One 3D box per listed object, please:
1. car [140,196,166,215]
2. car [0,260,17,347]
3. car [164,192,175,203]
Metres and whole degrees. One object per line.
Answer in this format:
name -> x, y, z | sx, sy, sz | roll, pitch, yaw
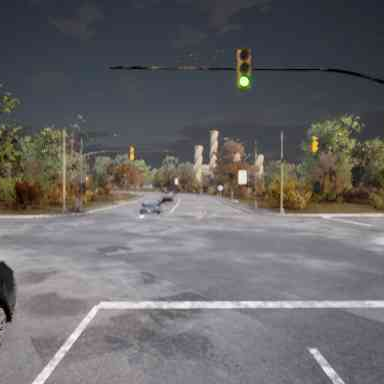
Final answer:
car -> -3.843, 1.375, 31.895 | 1.812, 1.442, 4.674 | 0, 1, -1
car -> -3.533, 1.474, 3.050 | 2.128, 1.511, 4.902 | 0, 0, -1
car -> -4.130, 1.201, 56.969 | 1.895, 1.301, 4.718 | 0, 1, -1
